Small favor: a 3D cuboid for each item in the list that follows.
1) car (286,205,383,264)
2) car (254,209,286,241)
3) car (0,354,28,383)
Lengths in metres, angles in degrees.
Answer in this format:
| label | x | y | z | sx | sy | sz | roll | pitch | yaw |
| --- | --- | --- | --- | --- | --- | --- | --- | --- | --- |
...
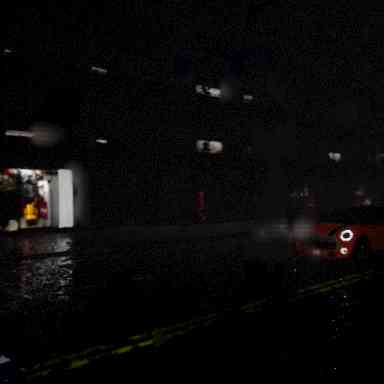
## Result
| label | x | y | z | sx | sy | sz | roll | pitch | yaw |
| --- | --- | --- | --- | --- | --- | --- | --- | --- | --- |
| car | 5.729 | 1.301 | 11.765 | 4.553 | 1.767 | 2.097 | 0 | 0 | -36 |
| car | 4.951 | 1.435 | 15.203 | 4.902 | 1.511 | 2.128 | 0 | 0 | -36 |
| car | -3.270 | 1.488 | 1.108 | 5.008 | 1.535 | 1.882 | 0 | 0 | -36 |
